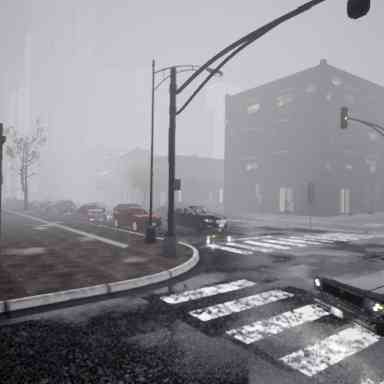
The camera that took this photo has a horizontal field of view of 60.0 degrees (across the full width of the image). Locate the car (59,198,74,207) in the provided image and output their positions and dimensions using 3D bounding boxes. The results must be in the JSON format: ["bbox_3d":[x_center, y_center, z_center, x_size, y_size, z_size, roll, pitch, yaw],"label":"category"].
[{"bbox_3d":[-25.237,2.110,66.861,1.967,1.590,4.097,1,-1,-35],"label":"car"}]

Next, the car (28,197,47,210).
[{"bbox_3d":[-22.729,1.889,48.534,1.752,1.417,4.829,1,-1,-35],"label":"car"}]

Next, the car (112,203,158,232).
[{"bbox_3d":[-3.447,1.613,20.812,1.887,1.381,4.507,1,-1,-35],"label":"car"}]

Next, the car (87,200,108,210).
[{"bbox_3d":[-14.830,2.034,52.083,1.752,1.417,4.829,1,-1,-35],"label":"car"}]

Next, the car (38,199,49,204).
[{"bbox_3d":[-38.008,2.399,85.143,1.752,1.417,4.829,1,-1,-35],"label":"car"}]

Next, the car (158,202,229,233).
[{"bbox_3d":[0.225,1.590,20.314,2.128,1.511,4.902,1,-1,-35],"label":"car"}]

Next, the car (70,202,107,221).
[{"bbox_3d":[-8.603,1.728,28.190,1.802,1.307,4.206,1,-1,-35],"label":"car"}]

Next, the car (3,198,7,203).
[{"bbox_3d":[-38.444,1.929,71.138,2.192,1.841,5.009,1,-1,-35],"label":"car"}]

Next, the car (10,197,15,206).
[{"bbox_3d":[-32.107,2.079,62.064,1.947,1.339,4.313,1,-1,-35],"label":"car"}]

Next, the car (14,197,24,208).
[{"bbox_3d":[-29.120,2.011,57.775,1.887,1.381,4.507,1,-1,-35],"label":"car"}]

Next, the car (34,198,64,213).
[{"bbox_3d":[-18.054,1.841,41.771,2.008,1.369,4.403,1,-1,-35],"label":"car"}]

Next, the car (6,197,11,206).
[{"bbox_3d":[-35.276,2.129,66.599,1.947,1.339,4.313,1,-1,-35],"label":"car"}]

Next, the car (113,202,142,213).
[{"bbox_3d":[-8.352,1.962,42.904,2.008,1.369,4.403,1,-1,-35],"label":"car"}]

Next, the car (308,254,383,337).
[{"bbox_3d":[4.914,1.548,6.024,5.357,1.411,2.033,0,0,-14],"label":"car"}]

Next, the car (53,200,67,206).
[{"bbox_3d":[-28.405,2.302,71.395,1.802,1.307,4.206,1,-1,-35],"label":"car"}]

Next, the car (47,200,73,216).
[{"bbox_3d":[-13.757,1.790,35.569,1.947,1.339,4.313,1,-1,-35],"label":"car"}]

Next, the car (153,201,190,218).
[{"bbox_3d":[-2.150,1.757,34.040,1.967,1.590,4.097,1,-1,-35],"label":"car"}]
